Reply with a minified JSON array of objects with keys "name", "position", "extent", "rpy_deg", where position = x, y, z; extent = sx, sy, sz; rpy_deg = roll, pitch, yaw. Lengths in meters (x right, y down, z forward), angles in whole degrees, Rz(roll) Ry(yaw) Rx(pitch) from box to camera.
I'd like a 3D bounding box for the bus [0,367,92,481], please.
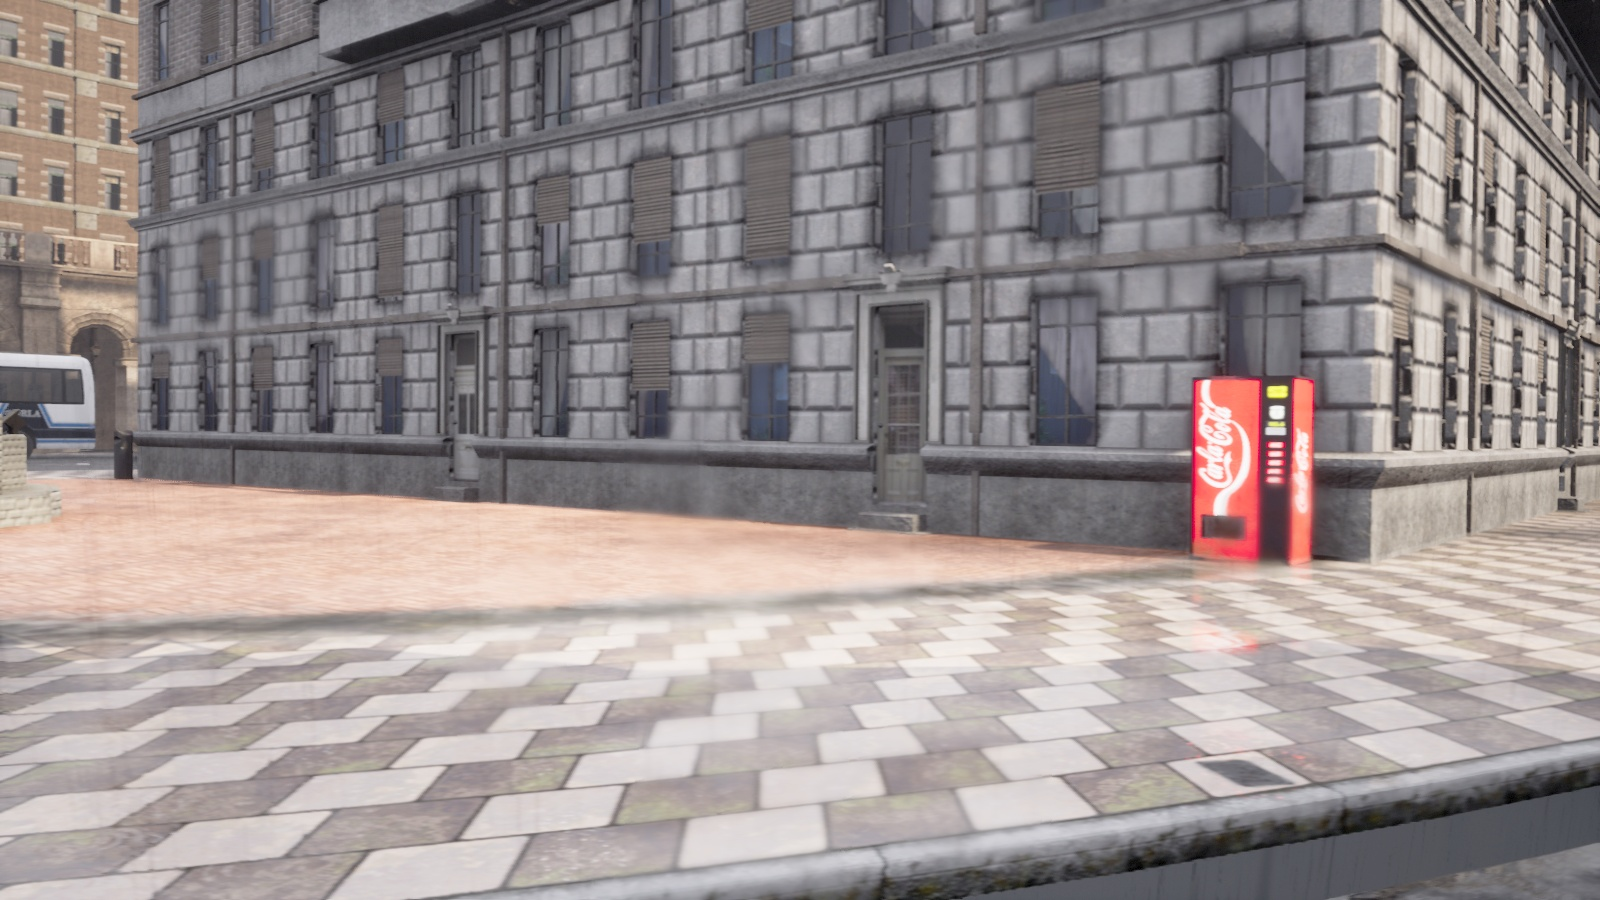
[{"name":"bus","position":[-32.680,-0.923,46.656],"extent":[3.944,4.253,10.273],"rpy_deg":[0,1,39]}]
